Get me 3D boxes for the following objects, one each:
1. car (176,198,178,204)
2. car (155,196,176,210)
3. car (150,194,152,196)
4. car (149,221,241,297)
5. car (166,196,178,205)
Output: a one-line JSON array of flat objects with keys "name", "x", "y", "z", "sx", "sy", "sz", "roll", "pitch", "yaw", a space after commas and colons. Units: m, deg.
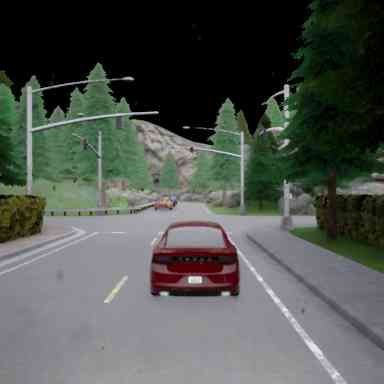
[{"name": "car", "x": -3.534, "y": 1.478, "z": 51.731, "sx": 1.882, "sy": 1.535, "sz": 5.008, "roll": 0, "pitch": 0, "yaw": 0}, {"name": "car", "x": -3.554, "y": 1.352, "z": 42.594, "sx": 2.097, "sy": 1.767, "sz": 4.553, "roll": 0, "pitch": 0, "yaw": 0}, {"name": "car", "x": -10.937, "y": 1.355, "z": 79.637, "sx": 4.553, "sy": 1.767, "sz": 2.097, "roll": 0, "pitch": 0, "yaw": 24}, {"name": "car", "x": 0.076, "y": 1.478, "z": 8.661, "sx": 1.882, "sy": 1.535, "sz": 5.008, "roll": 0, "pitch": 0, "yaw": 0}, {"name": "car", "x": -3.751, "y": 1.478, "z": 61.905, "sx": 1.882, "sy": 1.535, "sz": 5.008, "roll": 0, "pitch": 0, "yaw": -6}]
